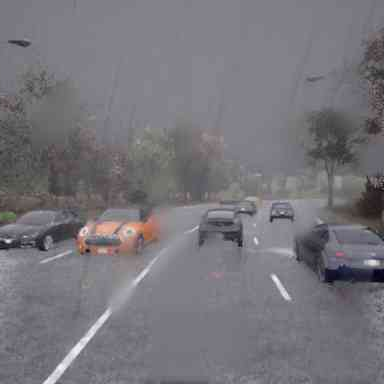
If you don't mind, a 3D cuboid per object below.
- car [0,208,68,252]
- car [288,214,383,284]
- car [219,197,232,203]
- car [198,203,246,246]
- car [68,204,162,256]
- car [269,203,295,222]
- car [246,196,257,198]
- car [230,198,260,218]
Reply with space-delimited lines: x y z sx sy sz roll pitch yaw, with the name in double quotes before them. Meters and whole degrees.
"car" -6.043 1.459 13.909 1.837 1.490 4.892 0 0 7
"car" 4.241 1.566 9.499 1.994 1.385 4.181 0 0 5
"car" 5.870 1.533 53.315 1.895 1.301 4.718 0 0 27
"car" 1.404 1.488 15.296 1.837 1.490 4.892 0 0 8
"car" -2.614 1.322 12.954 2.097 1.767 4.553 0 0 7
"car" 7.084 1.540 26.266 2.033 1.411 5.357 0 0 14
"car" 9.294 1.433 52.364 1.882 1.535 5.008 0 0 27
"car" 5.266 1.537 32.490 1.994 1.385 4.181 0 0 17
